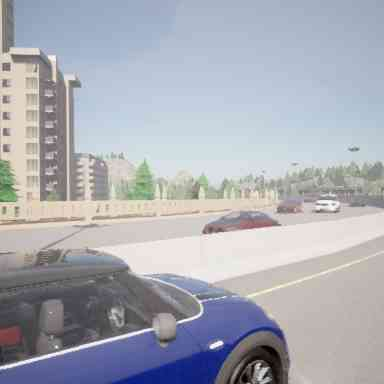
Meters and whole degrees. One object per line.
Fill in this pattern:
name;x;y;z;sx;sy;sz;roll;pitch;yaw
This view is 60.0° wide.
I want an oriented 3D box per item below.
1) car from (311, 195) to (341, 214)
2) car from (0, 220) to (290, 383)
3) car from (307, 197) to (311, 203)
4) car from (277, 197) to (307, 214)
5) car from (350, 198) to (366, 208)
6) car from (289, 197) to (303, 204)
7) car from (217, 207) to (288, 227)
car;15.394;1.325;37.551;2.150;2.045;5.566;0;0;30
car;-1.141;1.352;3.127;4.553;1.767;2.097;0;0;-37
car;27.399;1.915;76.713;1.895;1.301;4.718;0;0;6
car;10.997;1.580;37.098;1.882;1.535;5.008;0;0;31
car;25.651;1.673;51.543;1.837;1.490;4.892;0;-1;19
car;23.856;1.872;76.330;2.033;1.411;5.357;0;0;6
car;2.408;1.579;15.596;4.181;1.385;1.994;0;0;-44
